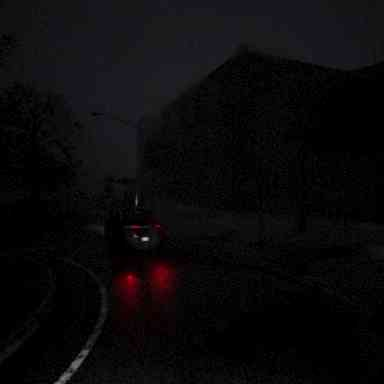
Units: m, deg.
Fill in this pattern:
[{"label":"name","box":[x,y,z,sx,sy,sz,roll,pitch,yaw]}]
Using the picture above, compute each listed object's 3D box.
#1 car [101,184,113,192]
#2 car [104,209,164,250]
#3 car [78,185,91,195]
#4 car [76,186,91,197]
[{"label":"car","box":[-21.385,-0.690,82.032,2.097,1.535,5.008,1,1,-11]},{"label":"car","box":[-2.595,1.456,14.328,2.128,1.511,4.902,1,0,-22]},{"label":"car","box":[-20.230,-0.441,62.824,2.097,1.767,4.553,1,1,-14]},{"label":"car","box":[-17.451,0.056,52.905,2.033,1.411,5.357,1,1,-16]}]
